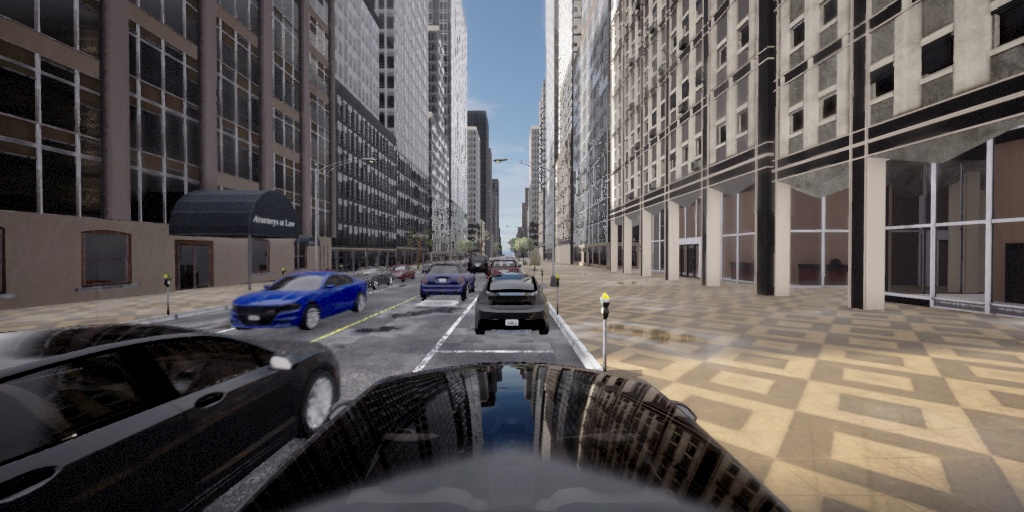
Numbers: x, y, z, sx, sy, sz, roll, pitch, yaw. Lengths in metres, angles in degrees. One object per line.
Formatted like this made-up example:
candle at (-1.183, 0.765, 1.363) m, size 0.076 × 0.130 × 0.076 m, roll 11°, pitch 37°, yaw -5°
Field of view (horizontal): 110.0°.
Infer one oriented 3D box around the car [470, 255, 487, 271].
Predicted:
car at (-3.145, 0.965, 35.450) m, size 2.150 × 2.045 × 5.566 m, roll 0°, pitch 0°, yaw 0°

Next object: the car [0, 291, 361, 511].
car at (-3.044, 1.254, 2.527) m, size 1.837 × 1.490 × 4.892 m, roll 0°, pitch 0°, yaw 0°

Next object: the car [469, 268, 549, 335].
car at (-0.001, 1.252, 10.501) m, size 1.837 × 1.490 × 4.892 m, roll 0°, pitch 0°, yaw 0°

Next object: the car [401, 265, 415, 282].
car at (-8.837, 1.327, 28.206) m, size 1.802 × 1.307 × 4.207 m, roll 0°, pitch 0°, yaw 0°

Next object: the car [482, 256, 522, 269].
car at (-0.457, 1.061, 22.523) m, size 2.192 × 1.841 × 5.009 m, roll 0°, pitch 0°, yaw 0°

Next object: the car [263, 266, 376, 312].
car at (-6.246, 1.226, 11.180) m, size 1.882 × 1.535 × 5.008 m, roll 0°, pitch 0°, yaw 0°

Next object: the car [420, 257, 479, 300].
car at (-3.047, 1.100, 17.816) m, size 2.097 × 1.767 × 4.553 m, roll 0°, pitch 0°, yaw 0°

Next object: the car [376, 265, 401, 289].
car at (-8.838, 1.297, 22.523) m, size 2.007 × 1.370 × 4.403 m, roll 0°, pitch 0°, yaw 0°
